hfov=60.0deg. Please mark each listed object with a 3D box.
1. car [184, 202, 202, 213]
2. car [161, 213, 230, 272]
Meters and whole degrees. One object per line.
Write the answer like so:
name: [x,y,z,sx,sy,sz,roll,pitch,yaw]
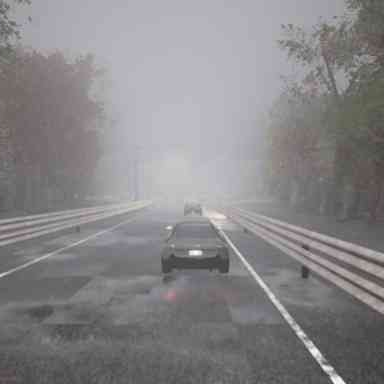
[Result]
car: [0.111,1.808,36.717,1.895,1.301,4.718,0,0,0]
car: [0.098,1.628,11.021,1.994,1.385,4.181,0,0,0]
